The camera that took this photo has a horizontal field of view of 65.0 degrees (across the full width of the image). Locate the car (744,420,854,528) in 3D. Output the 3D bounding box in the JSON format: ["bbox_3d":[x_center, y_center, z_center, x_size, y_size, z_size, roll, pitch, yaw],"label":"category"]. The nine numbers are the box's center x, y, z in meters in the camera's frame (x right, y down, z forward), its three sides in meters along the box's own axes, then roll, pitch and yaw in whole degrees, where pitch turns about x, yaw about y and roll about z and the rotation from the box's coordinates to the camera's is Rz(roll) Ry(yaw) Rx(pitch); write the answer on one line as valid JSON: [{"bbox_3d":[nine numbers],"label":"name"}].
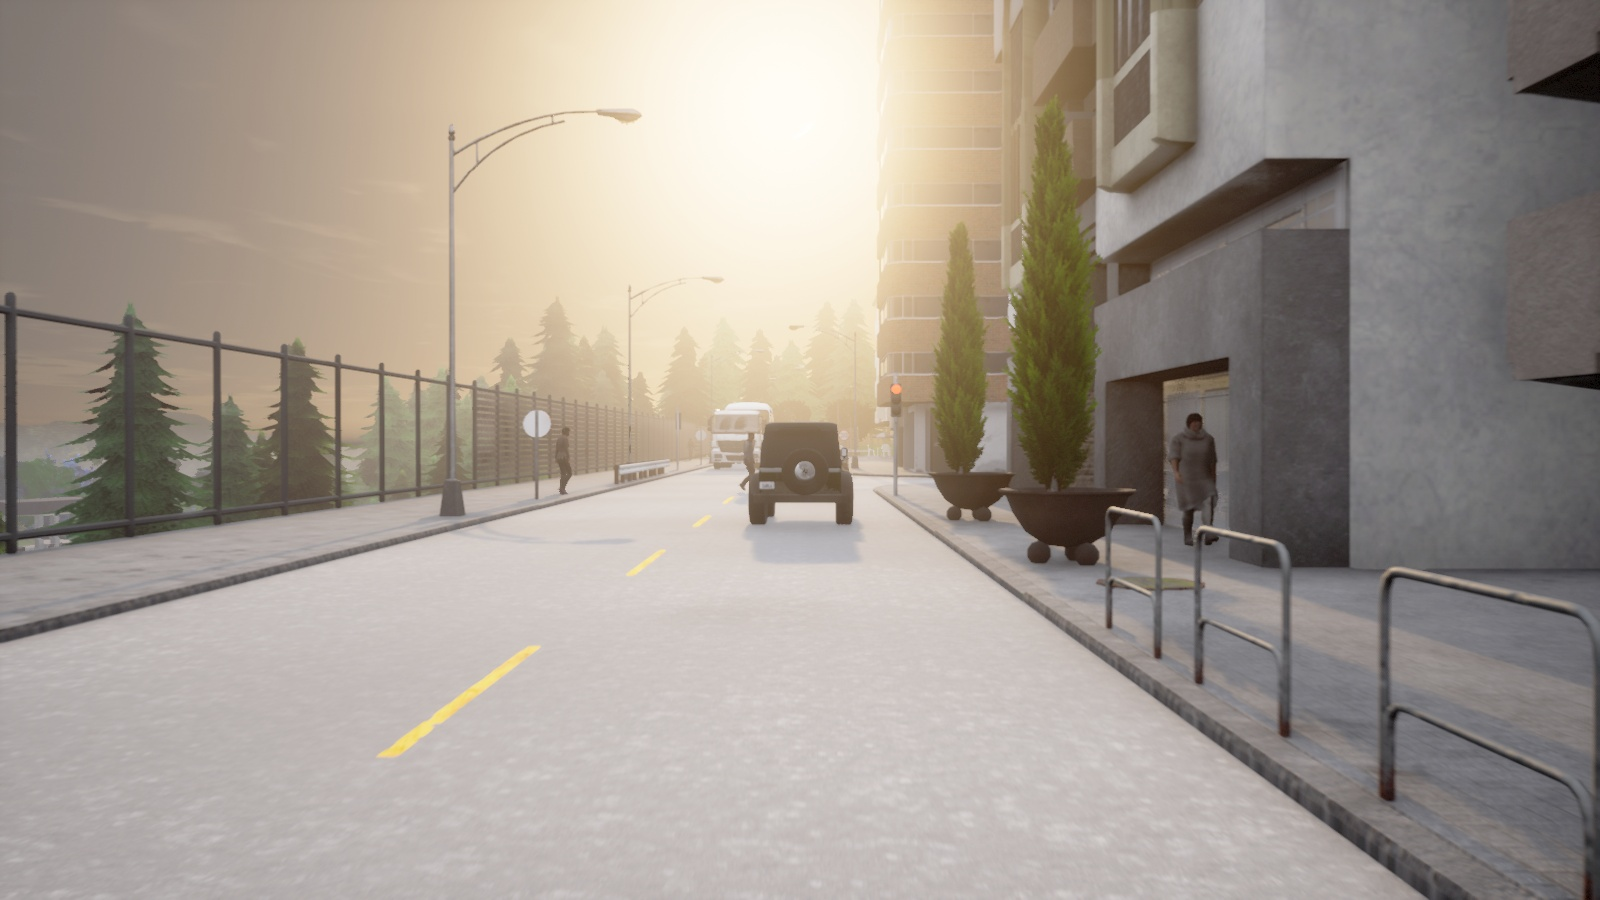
[{"bbox_3d":[0.065,0.408,23.769,1.905,1.878,3.866,0,0,2],"label":"car"}]

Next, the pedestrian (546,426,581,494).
[{"bbox_3d":[-6.289,0.263,33.409,0.869,1.805,0.328,0,0,-34],"label":"pedestrian"}]

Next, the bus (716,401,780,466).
[{"bbox_3d":[-3.478,-1.123,86.950,3.944,4.253,10.273,0,0,0],"label":"bus"}]

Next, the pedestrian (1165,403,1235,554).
[{"bbox_3d":[5.275,0.367,16.613,0.659,1.952,0.873,0,0,1],"label":"pedestrian"}]

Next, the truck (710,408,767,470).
[{"bbox_3d":[-3.553,-0.657,74.340,2.891,3.462,7.936,0,0,0],"label":"truck"}]

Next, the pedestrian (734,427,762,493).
[{"bbox_3d":[-1.527,0.295,36.957,0.788,1.949,0.423,0,0,1],"label":"pedestrian"}]
